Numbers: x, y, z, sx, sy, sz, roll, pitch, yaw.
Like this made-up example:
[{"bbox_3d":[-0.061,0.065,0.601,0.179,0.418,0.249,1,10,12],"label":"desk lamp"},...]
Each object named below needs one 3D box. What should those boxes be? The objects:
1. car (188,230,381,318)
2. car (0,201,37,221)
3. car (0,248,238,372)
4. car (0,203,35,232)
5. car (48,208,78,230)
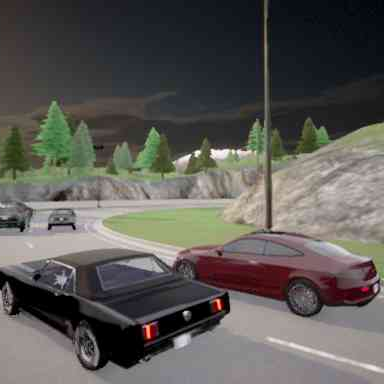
[{"bbox_3d":[1.623,1.604,7.588,4.674,1.442,1.812,-1,-1,41],"label":"car"},{"bbox_3d":[-17.922,1.872,34.110,2.097,1.767,4.553,0,-1,-4],"label":"car"},{"bbox_3d":[-1.736,1.682,5.854,4.718,1.301,1.895,-1,-1,43],"label":"car"},{"bbox_3d":[-12.381,1.703,22.806,2.097,1.767,4.553,0,-1,-20],"label":"car"},{"bbox_3d":[-9.387,1.896,24.296,2.033,1.411,5.357,0,-1,-18],"label":"car"}]
